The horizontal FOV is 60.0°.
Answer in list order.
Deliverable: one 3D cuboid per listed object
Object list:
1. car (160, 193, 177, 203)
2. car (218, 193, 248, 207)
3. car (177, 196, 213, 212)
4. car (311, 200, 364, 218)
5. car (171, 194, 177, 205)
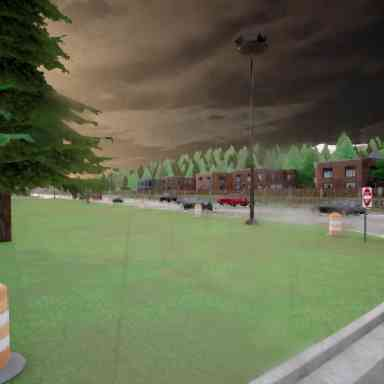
[{"bbox_3d":[-4.858,1.221,69.918,2.150,2.045,5.566,0,0,-30],"label":"car"},{"bbox_3d":[6.125,1.220,50.514,2.150,2.045,5.566,0,0,-30],"label":"car"},{"bbox_3d":[0.509,1.352,39.117,2.097,1.767,4.553,0,0,-30],"label":"car"},{"bbox_3d":[13.315,1.491,30.705,2.128,1.511,4.902,0,0,-30],"label":"car"},{"bbox_3d":[-1.231,1.564,56.402,1.994,1.385,4.181,0,0,-30],"label":"car"}]
